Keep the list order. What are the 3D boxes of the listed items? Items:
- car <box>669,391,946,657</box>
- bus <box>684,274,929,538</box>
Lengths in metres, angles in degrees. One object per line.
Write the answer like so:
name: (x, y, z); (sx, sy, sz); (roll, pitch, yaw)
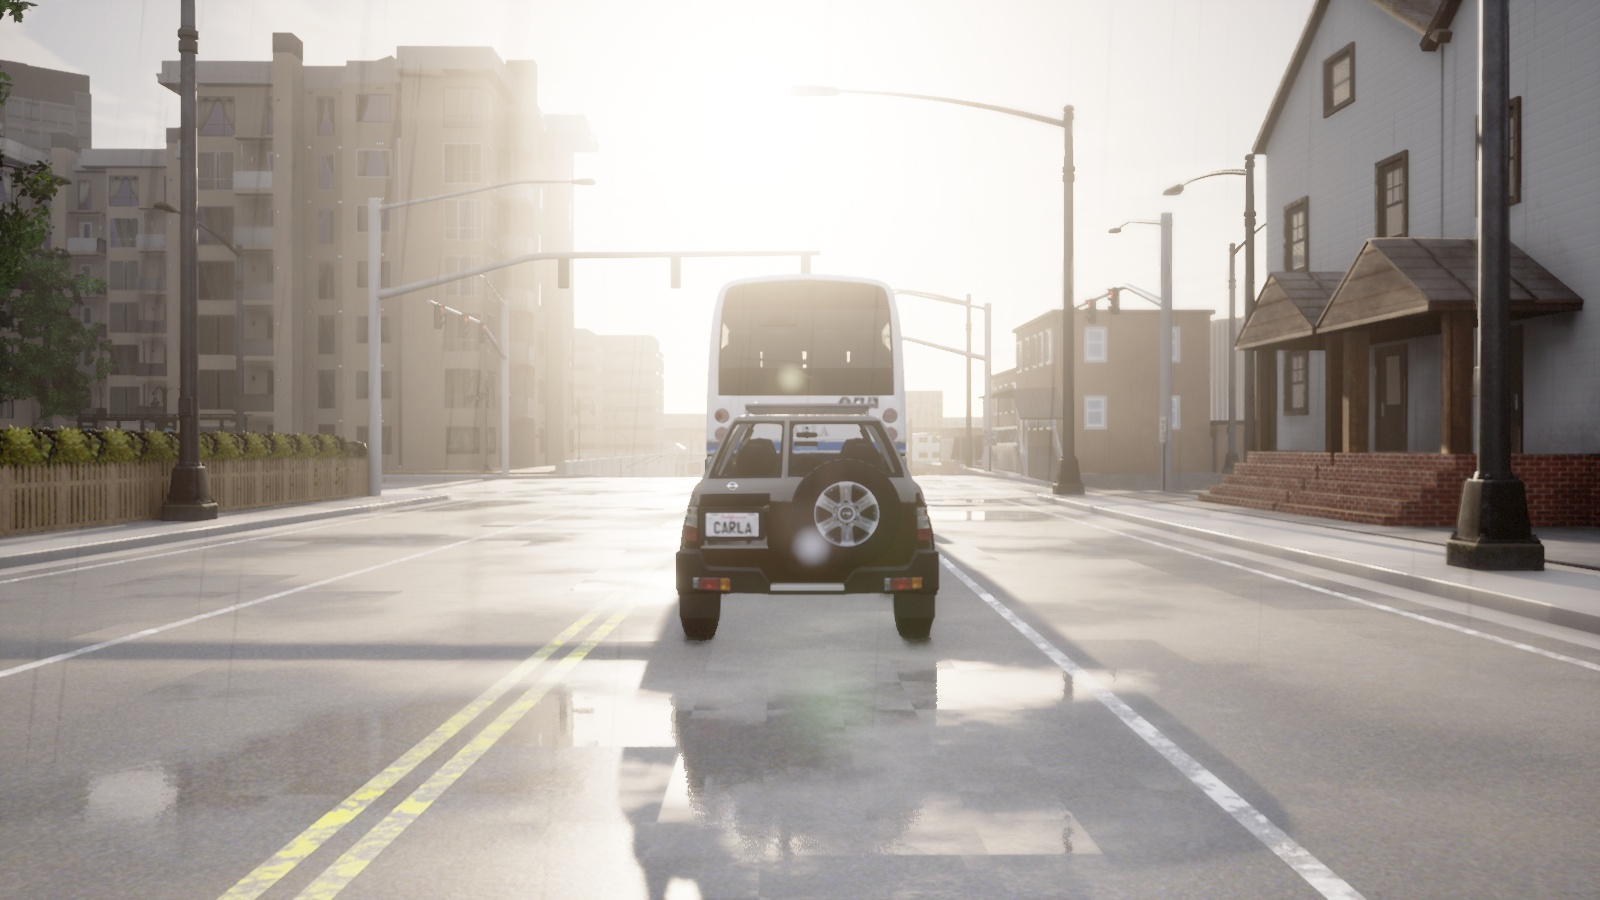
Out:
car: (0.061, 0.519, 11.062); (1.932, 1.855, 4.605); (0, 0, 0)
bus: (0.121, -0.728, 25.346); (3.944, 4.253, 10.273); (0, 0, 0)
